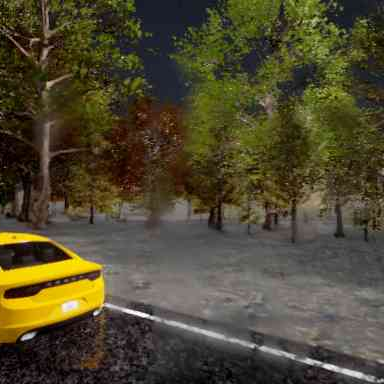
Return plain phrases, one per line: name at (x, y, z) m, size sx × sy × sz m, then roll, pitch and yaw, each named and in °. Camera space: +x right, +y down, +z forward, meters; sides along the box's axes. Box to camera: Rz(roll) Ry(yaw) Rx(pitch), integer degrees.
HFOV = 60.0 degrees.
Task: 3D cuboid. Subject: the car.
car at (-3.848, 1.541, 6.433) m, size 5.008 × 1.535 × 1.882 m, roll 1°, pitch 0°, yaw 35°
